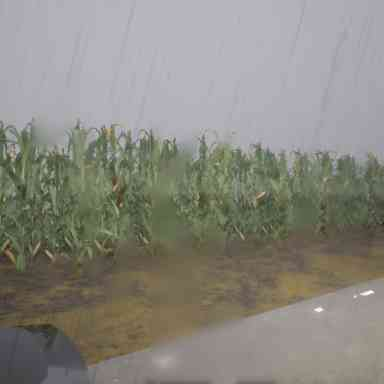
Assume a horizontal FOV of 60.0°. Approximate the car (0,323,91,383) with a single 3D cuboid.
[{"bbox_3d":[-2.766,1.492,1.107,4.902,1.511,2.128,0,0,-35],"label":"car"}]
